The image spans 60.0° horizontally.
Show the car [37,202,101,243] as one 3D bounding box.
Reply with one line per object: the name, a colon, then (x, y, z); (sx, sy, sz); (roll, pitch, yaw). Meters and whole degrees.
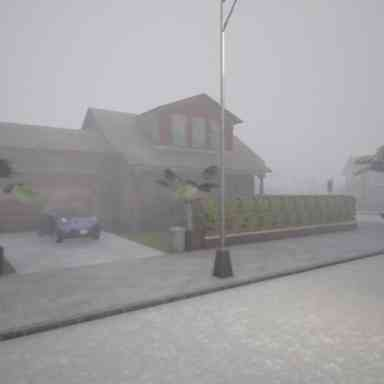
car: (-5.148, 1.165, 13.785); (1.845, 1.501, 3.633); (0, 0, -38)
